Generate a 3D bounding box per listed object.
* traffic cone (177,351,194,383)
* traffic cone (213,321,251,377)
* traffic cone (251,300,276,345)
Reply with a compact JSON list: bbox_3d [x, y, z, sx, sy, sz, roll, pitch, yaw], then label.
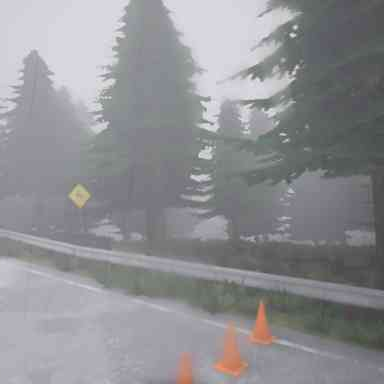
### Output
[{"bbox_3d":[-0.068,1.954,3.449,0.340,0.580,0.340,0,0,35],"label":"traffic cone"},{"bbox_3d":[0.498,1.954,4.270,0.340,0.580,0.340,0,0,35],"label":"traffic cone"},{"bbox_3d":[1.063,1.954,5.092,0.340,0.580,0.340,0,0,35],"label":"traffic cone"}]
